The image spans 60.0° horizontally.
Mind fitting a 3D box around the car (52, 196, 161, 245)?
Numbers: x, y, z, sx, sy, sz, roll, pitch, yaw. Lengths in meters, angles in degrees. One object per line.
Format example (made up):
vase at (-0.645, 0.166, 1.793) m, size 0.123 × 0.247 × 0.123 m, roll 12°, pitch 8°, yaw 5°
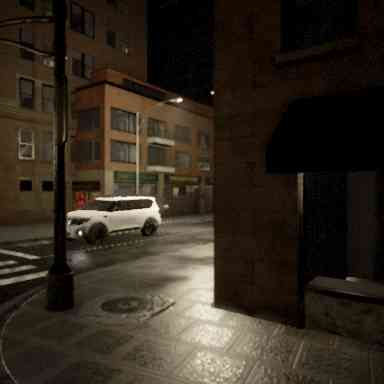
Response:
car at (-3.843, 1.239, 16.154) m, size 2.150 × 2.045 × 5.566 m, roll 0°, pitch 0°, yaw 35°
